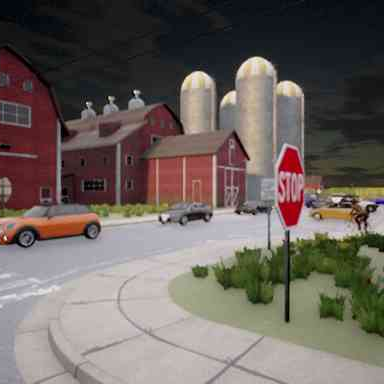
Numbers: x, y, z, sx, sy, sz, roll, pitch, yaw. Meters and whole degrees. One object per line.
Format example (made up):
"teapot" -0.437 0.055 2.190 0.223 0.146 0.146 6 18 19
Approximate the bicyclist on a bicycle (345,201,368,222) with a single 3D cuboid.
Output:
"bicyclist on a bicycle" 8.202 1.292 16.540 0.582 1.620 1.656 0 0 -21

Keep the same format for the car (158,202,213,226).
"car" -0.342 1.452 23.190 2.128 1.511 4.902 0 0 35

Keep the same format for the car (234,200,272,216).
"car" 6.044 1.508 32.395 2.033 1.411 5.357 0 0 35

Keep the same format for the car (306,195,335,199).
"car" 15.906 1.461 40.227 2.128 1.511 4.902 0 0 35

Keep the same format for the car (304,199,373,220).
"car" 11.119 1.489 25.387 4.193 1.474 1.816 0 0 35

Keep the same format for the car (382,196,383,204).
"car" 32.306 1.459 56.562 4.611 1.667 2.242 0 0 35

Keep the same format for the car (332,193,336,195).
"car" 21.779 1.190 48.777 2.150 2.045 5.566 0 0 35

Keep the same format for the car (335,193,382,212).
"car" 18.400 1.294 36.749 3.866 1.878 1.905 0 0 35

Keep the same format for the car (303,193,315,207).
"car" 15.782 1.177 46.277 2.150 2.045 5.566 0 0 35

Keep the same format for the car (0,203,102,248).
"car" -6.398 1.313 14.820 2.097 1.767 4.553 0 0 39
